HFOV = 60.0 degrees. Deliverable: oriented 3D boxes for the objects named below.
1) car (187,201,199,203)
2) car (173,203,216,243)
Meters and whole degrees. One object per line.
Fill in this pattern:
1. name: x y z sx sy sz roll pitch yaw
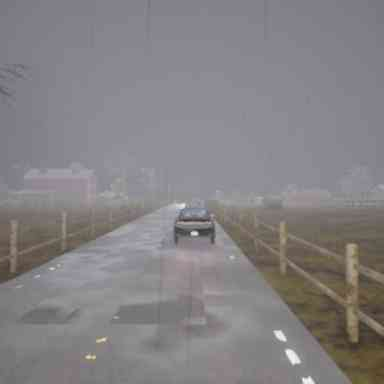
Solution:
1. car: 0.109 1.635 35.325 2.033 1.411 5.357 0 0 0
2. car: 0.103 1.506 16.183 2.128 1.511 4.902 0 0 0
